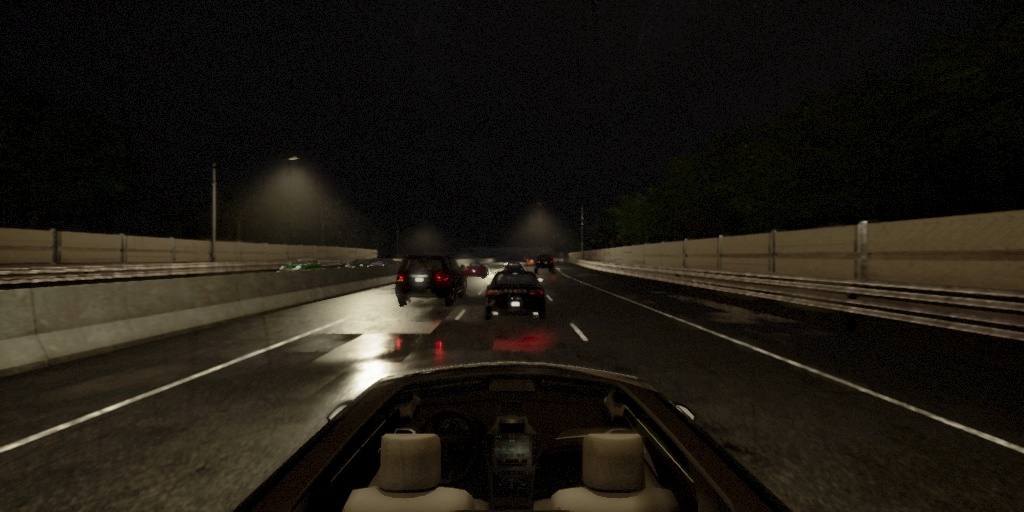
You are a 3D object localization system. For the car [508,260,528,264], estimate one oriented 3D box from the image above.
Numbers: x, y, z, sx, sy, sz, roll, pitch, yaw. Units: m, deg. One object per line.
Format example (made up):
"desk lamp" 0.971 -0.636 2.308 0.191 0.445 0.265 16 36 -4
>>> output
"car" 0.193 1.313 33.657 1.994 1.385 4.181 0 0 0

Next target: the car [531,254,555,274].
"car" 3.639 0.849 41.090 2.150 2.045 5.566 0 0 0

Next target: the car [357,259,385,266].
"car" -13.974 1.310 37.283 1.994 1.385 4.181 0 0 1

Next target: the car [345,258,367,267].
"car" -17.440 1.097 41.499 2.097 1.767 4.553 0 0 1

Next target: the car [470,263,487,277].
"car" -3.309 1.312 33.499 1.994 1.385 4.181 0 0 0

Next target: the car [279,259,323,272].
"car" -20.984 1.096 35.809 2.097 1.767 4.553 0 0 0

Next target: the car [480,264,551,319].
"car" 0.110 1.226 12.742 1.882 1.535 5.008 0 0 0

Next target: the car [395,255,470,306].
"car" -3.384 0.970 15.789 2.150 2.045 5.566 0 0 0
